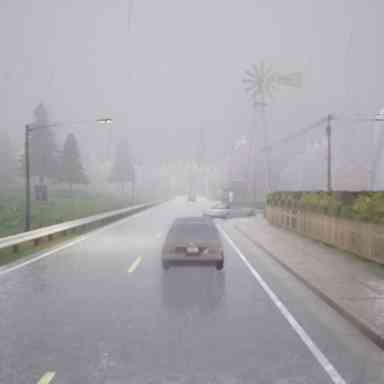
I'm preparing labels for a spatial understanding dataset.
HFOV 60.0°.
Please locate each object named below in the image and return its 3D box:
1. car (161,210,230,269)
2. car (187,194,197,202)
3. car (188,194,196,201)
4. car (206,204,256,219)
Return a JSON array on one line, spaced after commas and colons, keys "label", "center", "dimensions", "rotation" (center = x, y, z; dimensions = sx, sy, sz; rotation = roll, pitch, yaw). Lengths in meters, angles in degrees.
[{"label": "car", "center": [0.040, 1.549, 11.136], "dimensions": [2.033, 1.411, 5.357], "rotation": [0, 0, 0]}, {"label": "car", "center": [-0.022, 1.533, 74.450], "dimensions": [2.128, 1.511, 4.902], "rotation": [0, 0, 0]}, {"label": "car", "center": [-0.025, 1.378, 84.827], "dimensions": [1.837, 1.490, 4.892], "rotation": [0, 0, 0]}, {"label": "car", "center": [3.166, 1.604, 27.142], "dimensions": [4.718, 1.301, 1.895], "rotation": [0, 0, -42]}]
